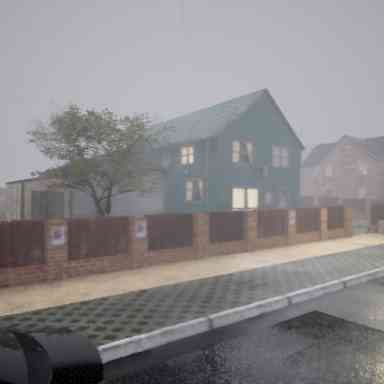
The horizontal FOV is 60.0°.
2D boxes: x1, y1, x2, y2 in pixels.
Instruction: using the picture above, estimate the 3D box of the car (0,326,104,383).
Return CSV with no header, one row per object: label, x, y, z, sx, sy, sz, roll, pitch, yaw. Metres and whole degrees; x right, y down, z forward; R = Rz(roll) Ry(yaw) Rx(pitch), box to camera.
car,-2.678,1.508,1.124,4.892,1.490,1.837,0,0,-35
